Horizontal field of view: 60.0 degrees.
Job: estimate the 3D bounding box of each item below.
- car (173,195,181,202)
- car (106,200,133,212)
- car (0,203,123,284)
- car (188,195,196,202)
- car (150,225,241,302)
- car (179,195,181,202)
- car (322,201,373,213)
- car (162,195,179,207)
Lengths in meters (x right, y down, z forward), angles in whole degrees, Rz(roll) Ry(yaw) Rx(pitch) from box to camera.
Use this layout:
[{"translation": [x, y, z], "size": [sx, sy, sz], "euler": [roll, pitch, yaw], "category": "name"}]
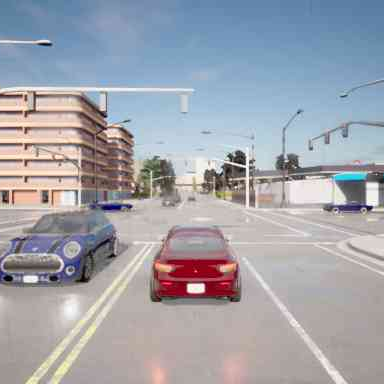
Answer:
[{"translation": [-3.561, 1.500, 79.739], "size": [1.837, 1.490, 4.892], "euler": [0, 0, 0], "category": "car"}, {"translation": [-9.026, 1.557, 36.952], "size": [4.718, 1.301, 1.895], "euler": [0, 0, -24], "category": "car"}, {"translation": [-3.607, 1.352, 9.679], "size": [2.097, 1.767, 4.553], "euler": [0, 0, 0], "category": "car"}, {"translation": [-0.061, 1.540, 79.819], "size": [2.033, 1.411, 5.357], "euler": [0, 0, 0], "category": "car"}, {"translation": [0.076, 1.526, 8.154], "size": [1.812, 1.442, 4.674], "euler": [0, 0, 0], "category": "car"}, {"translation": [-3.560, 1.492, 68.536], "size": [2.128, 1.511, 4.902], "euler": [0, 0, 0], "category": "car"}, {"translation": [16.508, 1.601, 35.464], "size": [4.718, 1.301, 1.895], "euler": [0, 0, 1], "category": "car"}, {"translation": [-3.634, 1.492, 52.411], "size": [2.128, 1.511, 4.902], "euler": [0, 0, 0], "category": "car"}]
